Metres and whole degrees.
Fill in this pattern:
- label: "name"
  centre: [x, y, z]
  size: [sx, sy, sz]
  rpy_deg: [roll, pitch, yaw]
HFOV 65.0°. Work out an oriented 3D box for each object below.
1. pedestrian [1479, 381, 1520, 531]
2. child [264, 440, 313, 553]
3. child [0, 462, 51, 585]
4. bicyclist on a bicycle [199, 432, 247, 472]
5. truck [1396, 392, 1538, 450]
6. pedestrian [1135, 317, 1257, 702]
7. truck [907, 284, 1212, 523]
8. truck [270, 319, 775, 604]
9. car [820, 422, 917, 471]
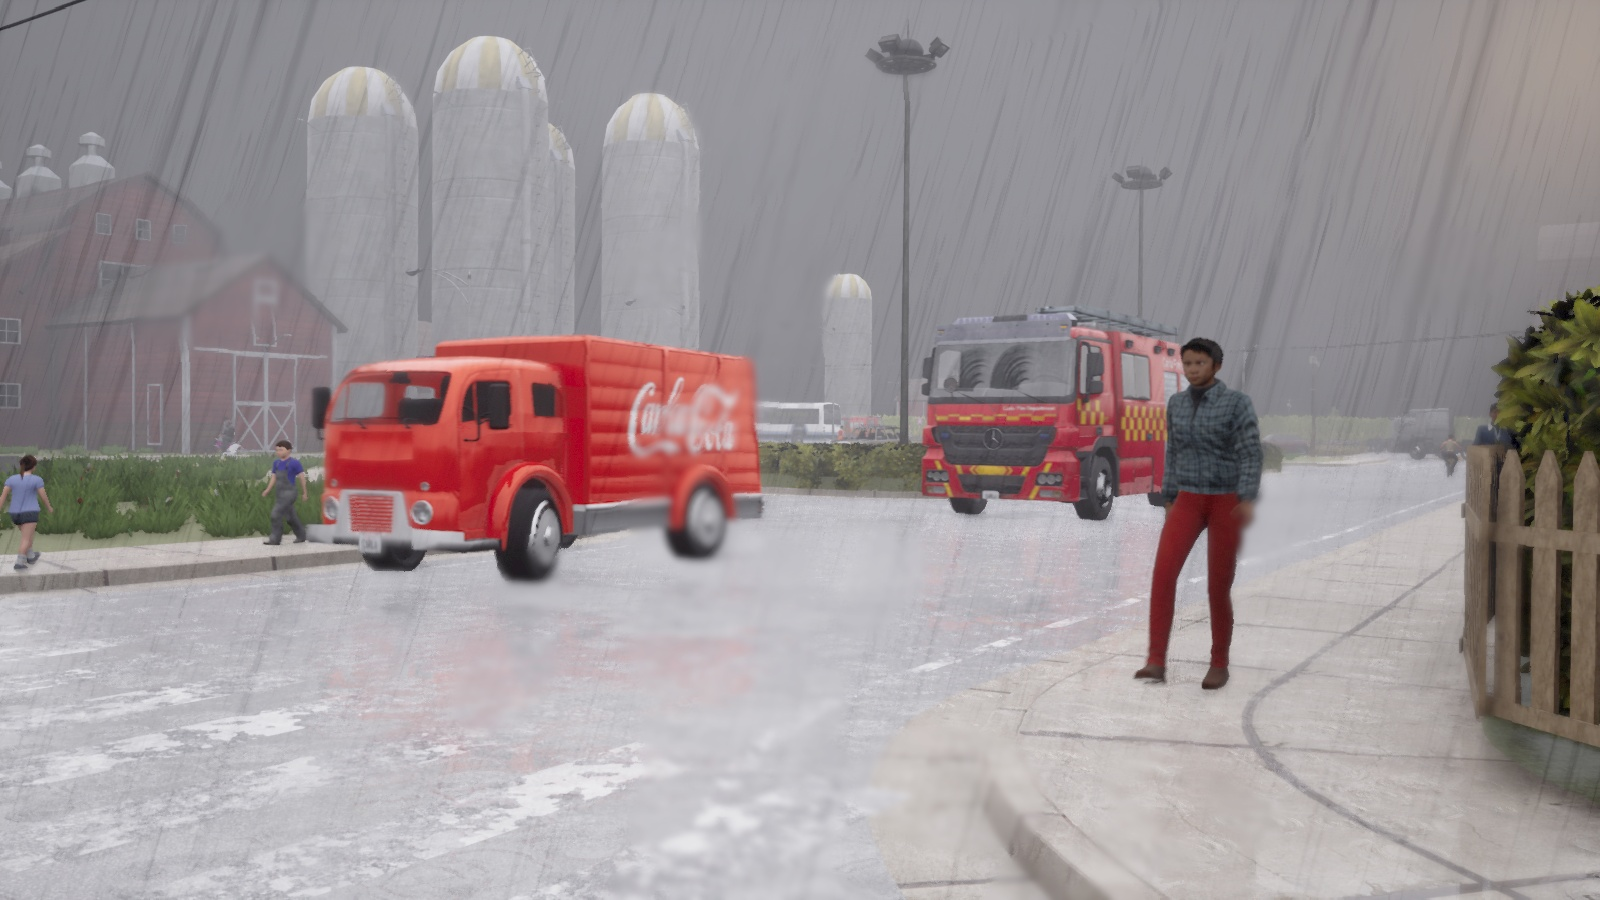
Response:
- label: "pedestrian"
  centre: [9.343, 0.073, 16.767]
  size: [0.423, 1.949, 0.788]
  rpy_deg: [0, 1, 33]
- label: "child"
  centre: [-5.858, 0.523, 14.382]
  size: [0.270, 1.263, 0.437]
  rpy_deg: [0, 1, 26]
- label: "child"
  centre: [-7.183, 0.673, 11.633]
  size: [0.255, 1.110, 0.394]
  rpy_deg: [-1, 1, -6]
- label: "bicyclist on a bicycle"
  centre: [-25.625, 0.072, 55.797]
  size: [0.659, 1.776, 1.843]
  rpy_deg: [0, 1, 33]
- label: "truck"
  centre: [42.053, -1.772, 79.487]
  size: [2.891, 3.462, 7.936]
  rpy_deg: [-1, 1, -23]
- label: "pedestrian"
  centre: [2.015, 0.281, 6.367]
  size: [0.353, 1.847, 0.614]
  rpy_deg: [0, 1, 43]
- label: "truck"
  centre: [5.390, -0.816, 24.452]
  size: [2.891, 3.827, 8.468]
  rpy_deg: [0, 1, 33]
- label: "truck"
  centre: [-2.711, 0.087, 13.798]
  size: [2.627, 2.467, 5.204]
  rpy_deg: [0, 0, 28]
- label: "car"
  centre: [2.908, -0.197, 52.253]
  size: [1.932, 1.855, 4.605]
  rpy_deg: [0, 2, 33]
